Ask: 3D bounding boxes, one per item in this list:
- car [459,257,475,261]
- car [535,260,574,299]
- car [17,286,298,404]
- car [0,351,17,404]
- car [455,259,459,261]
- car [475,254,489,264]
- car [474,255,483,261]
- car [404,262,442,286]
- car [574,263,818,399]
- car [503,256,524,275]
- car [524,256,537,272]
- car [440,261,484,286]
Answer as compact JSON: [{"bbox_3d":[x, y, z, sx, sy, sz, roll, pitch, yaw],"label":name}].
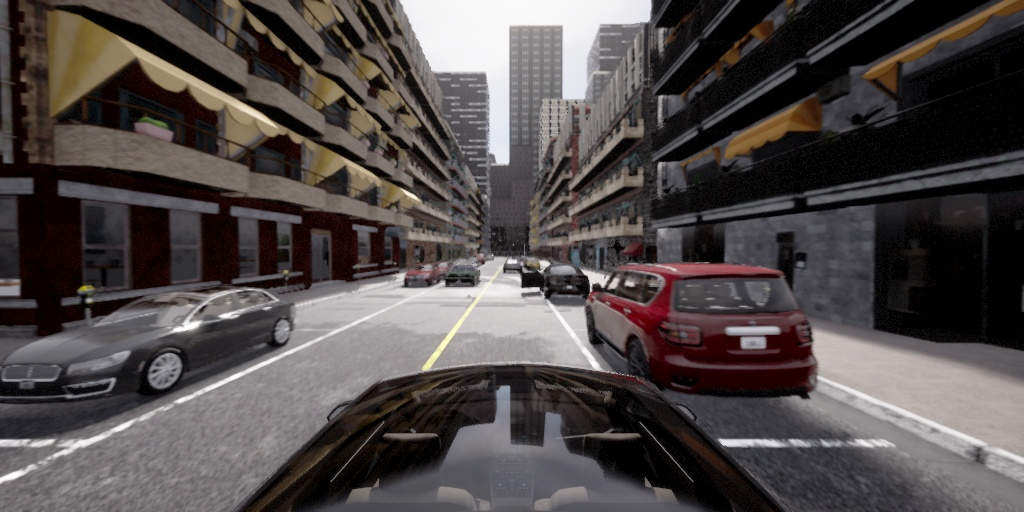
[{"bbox_3d":[-5.685,0.985,40.015,2.007,1.370,4.403,0,0,0],"label":"car"},{"bbox_3d":[2.363,1.099,17.202,1.882,1.535,5.008,0,0,0],"label":"car"},{"bbox_3d":[-5.698,1.262,6.404,2.007,1.370,4.403,0,0,0],"label":"car"},{"bbox_3d":[-5.682,1.073,0.801,2.192,1.841,5.009,0,0,0],"label":"car"},{"bbox_3d":[-5.687,1.109,28.811,1.802,1.307,4.207,0,0,0],"label":"car"},{"bbox_3d":[-5.681,0.565,62.422,2.192,1.841,5.009,0,0,0],"label":"car"},{"bbox_3d":[-5.683,0.893,51.218,2.007,1.370,4.403,0,0,0],"label":"car"},{"bbox_3d":[-5.688,1.155,23.209,1.802,1.307,4.207,0,0,0],"label":"car"},{"bbox_3d":[2.690,1.026,6.373,2.192,1.841,5.009,0,0,0],"label":"car"},{"bbox_3d":[0.043,1.009,38.641,1.994,1.385,4.181,0,1,1],"label":"car"},{"bbox_3d":[2.696,0.913,45.756,1.751,1.417,4.829,0,0,0],"label":"car"},{"bbox_3d":[-3.093,1.174,23.148,1.895,1.301,4.718,0,0,0],"label":"car"}]
